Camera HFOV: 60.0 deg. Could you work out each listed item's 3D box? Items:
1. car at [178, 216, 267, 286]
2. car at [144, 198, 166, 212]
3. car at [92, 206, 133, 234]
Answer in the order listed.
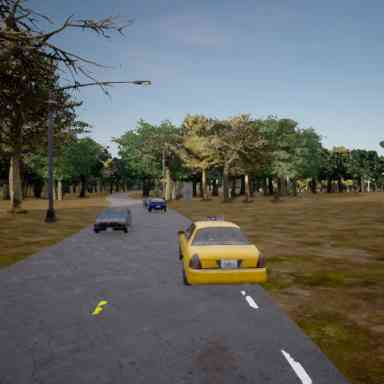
[{"bbox_3d":[0.584,1.447,9.388,1.801,1.575,5.366,0,0,-4],"label":"car"},{"bbox_3d":[-4.056,1.399,37.890,1.882,1.535,5.008,0,0,-11],"label":"car"},{"bbox_3d":[-4.494,1.528,19.625,2.033,1.411,5.357,0,0,-6],"label":"car"}]
